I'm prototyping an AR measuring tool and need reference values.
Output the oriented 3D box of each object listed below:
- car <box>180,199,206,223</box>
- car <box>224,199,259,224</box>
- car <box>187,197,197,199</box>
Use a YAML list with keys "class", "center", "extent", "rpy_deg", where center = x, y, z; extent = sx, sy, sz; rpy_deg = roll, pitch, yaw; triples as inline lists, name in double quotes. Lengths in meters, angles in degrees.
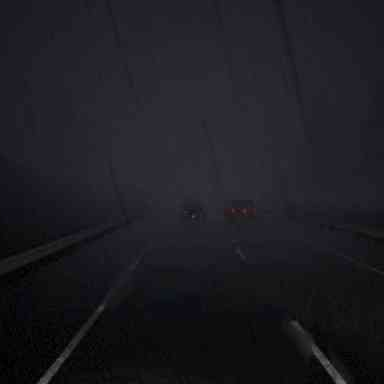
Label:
- class: "car"
  center: [0.105, 1.484, 24.925]
  extent: [1.812, 1.442, 4.674]
  rpy_deg: [0, 0, 0]
- class: "car"
  center: [3.601, 1.310, 24.811]
  extent: [2.097, 1.767, 4.553]
  rpy_deg: [0, 0, 0]
- class: "car"
  center: [0.012, 1.437, 41.418]
  extent: [1.837, 1.490, 4.892]
  rpy_deg: [0, 0, -1]
